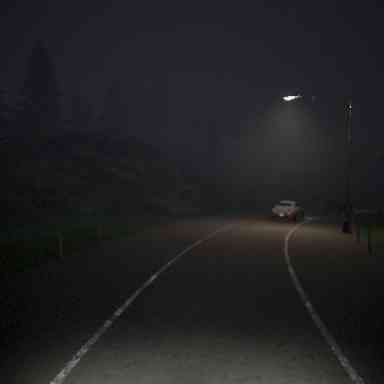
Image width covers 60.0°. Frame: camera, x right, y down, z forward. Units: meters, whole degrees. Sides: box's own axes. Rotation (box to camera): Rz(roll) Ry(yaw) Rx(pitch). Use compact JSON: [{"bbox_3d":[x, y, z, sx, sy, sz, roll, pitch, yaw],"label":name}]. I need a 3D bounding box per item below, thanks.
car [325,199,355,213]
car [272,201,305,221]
[{"bbox_3d":[17.064,1.545,38.162,4.902,1.511,2.128,1,3,-45],"label":"car"},{"bbox_3d":[7.535,1.410,25.919,1.812,1.442,4.674,3,1,28],"label":"car"}]
